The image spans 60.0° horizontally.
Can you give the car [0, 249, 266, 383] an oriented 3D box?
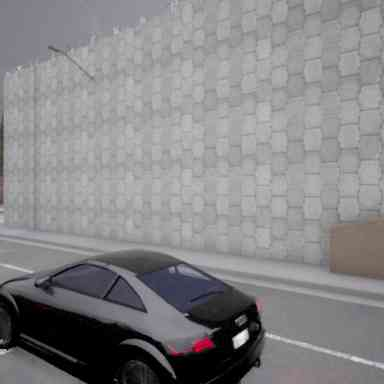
[{"bbox_3d":[-1.099,1.551,4.772,4.181,1.385,1.994,0,0,35],"label":"car"}]
